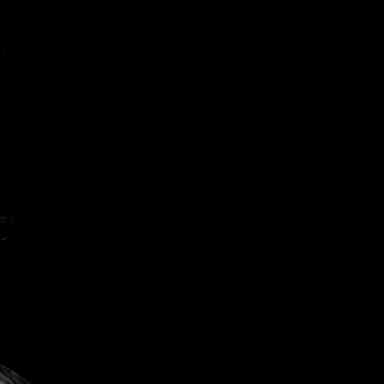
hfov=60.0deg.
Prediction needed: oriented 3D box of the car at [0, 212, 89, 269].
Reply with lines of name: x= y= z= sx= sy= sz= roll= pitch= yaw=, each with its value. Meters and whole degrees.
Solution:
car: x=-5.120 y=1.450 z=10.156 sx=2.231 sy=1.521 sz=4.892 roll=0 pitch=0 yaw=36
